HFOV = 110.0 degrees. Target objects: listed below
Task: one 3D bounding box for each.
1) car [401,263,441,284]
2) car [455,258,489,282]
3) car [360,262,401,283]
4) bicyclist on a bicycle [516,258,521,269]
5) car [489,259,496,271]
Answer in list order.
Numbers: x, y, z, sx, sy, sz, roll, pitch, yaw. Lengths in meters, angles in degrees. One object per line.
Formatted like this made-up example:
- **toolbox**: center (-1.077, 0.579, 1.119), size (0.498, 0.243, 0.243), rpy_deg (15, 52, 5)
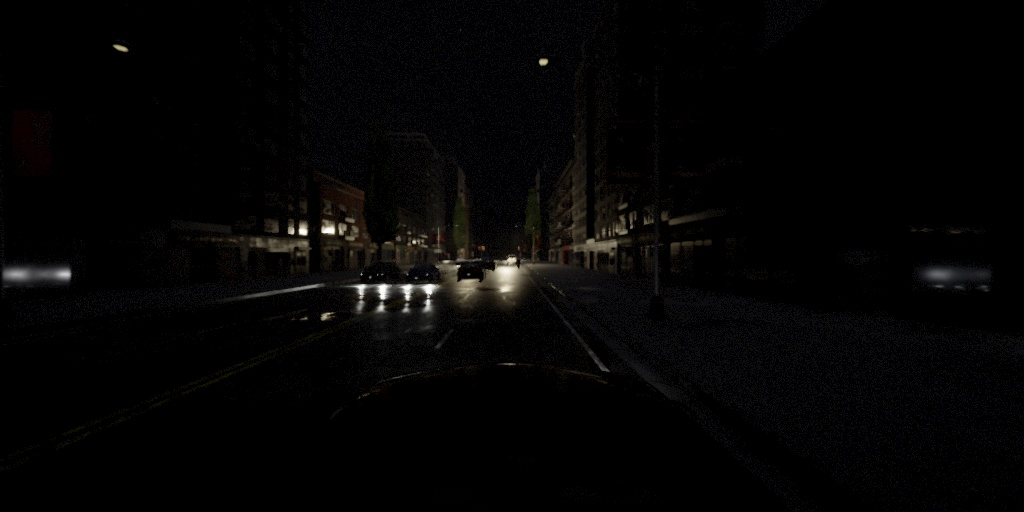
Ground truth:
- **car**: center (-6.595, 1.241, 27.021), size (1.812, 1.442, 4.674), rpy_deg (0, 0, 0)
- **car**: center (-3.149, 1.190, 28.687), size (1.882, 1.535, 5.008), rpy_deg (0, 0, 0)
- **car**: center (-9.845, 1.220, 27.315), size (1.837, 1.490, 4.892), rpy_deg (0, 0, 0)
- **bicyclist on a bicycle**: center (0.894, 1.128, 46.864), size (0.582, 1.620, 1.656), rpy_deg (0, 0, 0)
- **car**: center (-3.148, 1.151, 47.133), size (1.882, 1.535, 5.008), rpy_deg (0, 0, 0)
